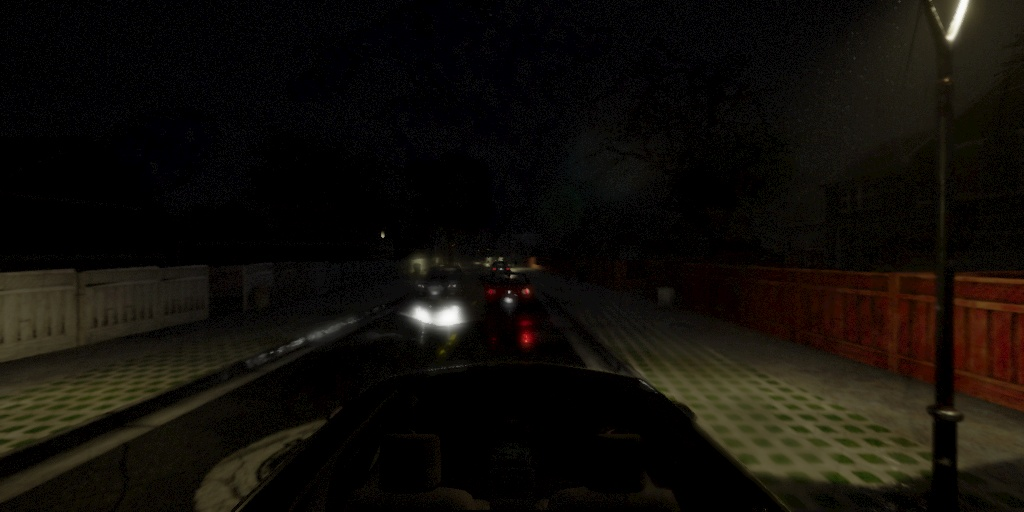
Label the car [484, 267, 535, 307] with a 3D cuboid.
[{"bbox_3d":[-0.151,1.317,15.119,1.895,1.301,4.718,0,0,-2],"label":"car"}]

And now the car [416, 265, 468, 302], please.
[{"bbox_3d":[-3.153,1.207,16.760,2.128,1.511,4.902,0,0,-2],"label":"car"}]

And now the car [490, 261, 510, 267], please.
[{"bbox_3d":[-1.168,1.222,35.162,2.033,1.411,5.357,0,0,-4],"label":"car"}]
